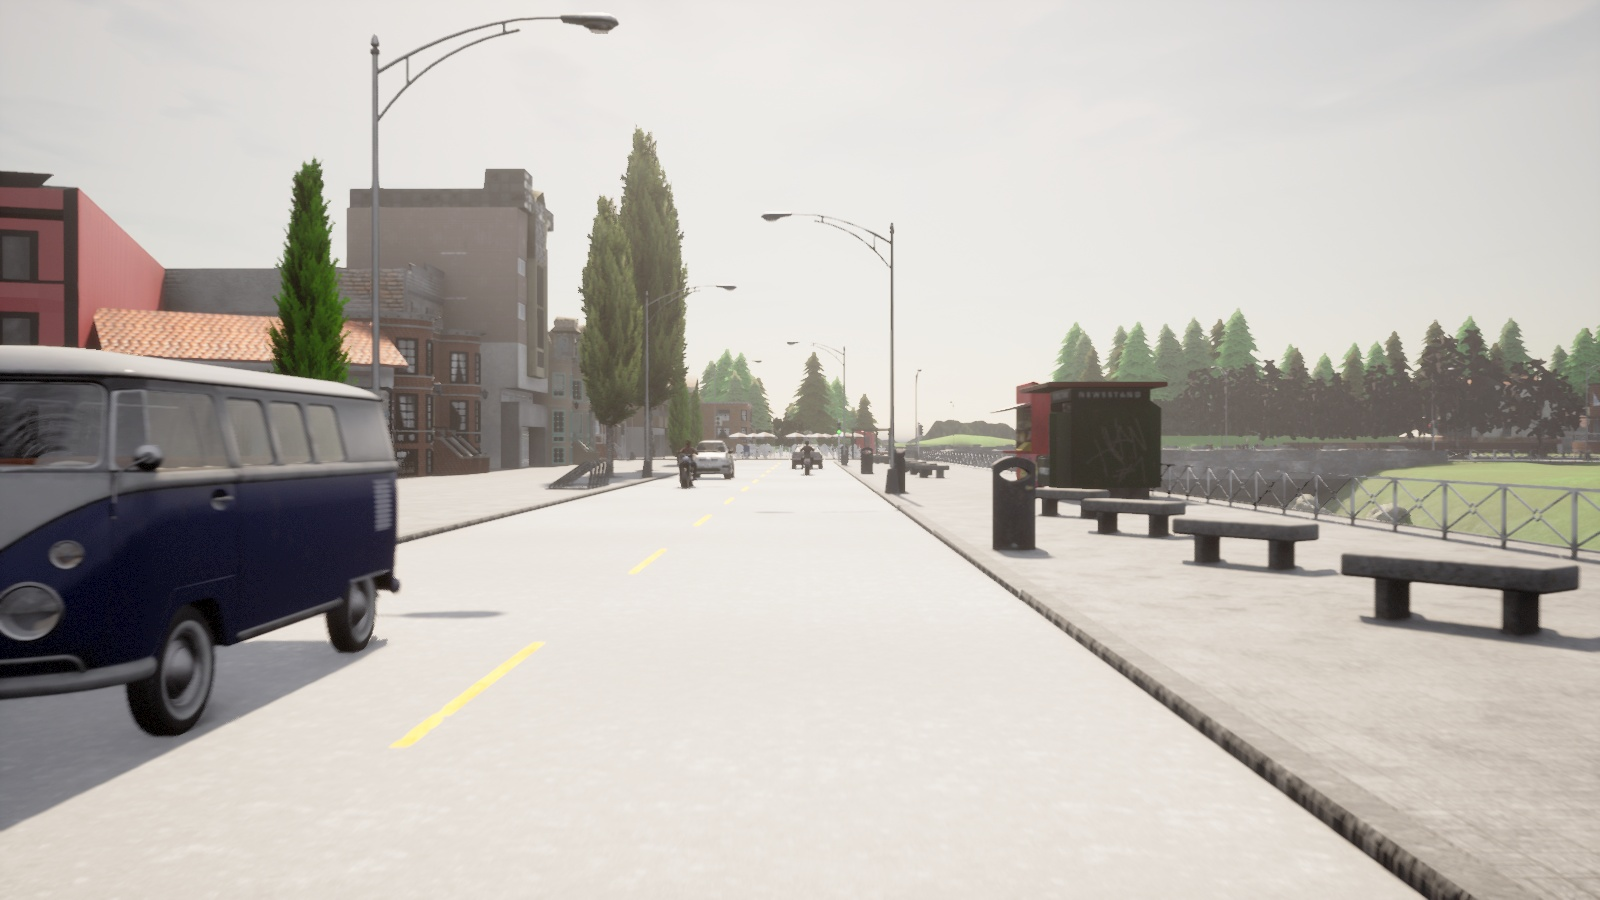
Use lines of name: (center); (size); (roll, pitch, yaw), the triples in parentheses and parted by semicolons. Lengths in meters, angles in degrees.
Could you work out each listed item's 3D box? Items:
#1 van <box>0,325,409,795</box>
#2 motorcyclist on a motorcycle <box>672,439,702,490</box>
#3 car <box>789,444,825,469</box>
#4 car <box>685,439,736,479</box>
van: (-3.942, 0.454, 7.539); (1.775, 1.987, 4.442); (0, 0, 0)
motorcyclist on a motorcycle: (-3.753, 0.458, 41.792); (0.766, 1.649, 2.350); (0, 0, 0)
car: (0.424, 0.378, 73.926); (2.033, 1.411, 5.357); (0, 0, 0)
car: (-3.694, 0.346, 52.407); (1.851, 1.617, 3.988); (0, 0, 0)
